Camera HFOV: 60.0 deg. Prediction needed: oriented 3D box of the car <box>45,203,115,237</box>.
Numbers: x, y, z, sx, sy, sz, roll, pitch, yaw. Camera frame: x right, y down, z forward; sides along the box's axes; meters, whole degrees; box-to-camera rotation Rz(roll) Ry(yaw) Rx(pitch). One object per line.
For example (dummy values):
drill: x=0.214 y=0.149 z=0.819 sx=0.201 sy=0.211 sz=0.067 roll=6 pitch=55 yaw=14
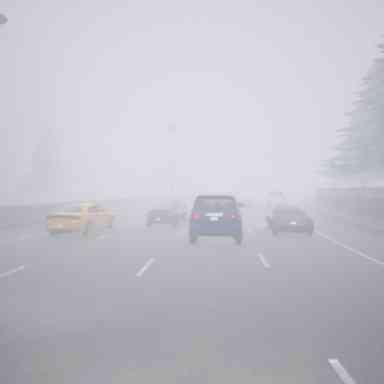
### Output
car: x=-5.586 y=1.322 z=17.273 sx=1.882 sy=1.535 sz=5.008 roll=0 pitch=0 yaw=7

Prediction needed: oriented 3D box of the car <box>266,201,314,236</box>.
car: x=5.062 y=1.412 z=17.644 sx=1.994 sy=1.385 sz=4.181 roll=0 pitch=1 yaw=8

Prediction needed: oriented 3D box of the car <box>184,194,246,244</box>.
car: x=1.181 y=1.088 z=15.292 sx=2.150 sy=2.045 sz=5.566 roll=0 pitch=0 yaw=7

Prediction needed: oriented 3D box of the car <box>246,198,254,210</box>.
car: x=5.893 y=1.276 z=37.555 sx=1.895 sy=1.301 sz=4.718 roll=0 pitch=0 yaw=17

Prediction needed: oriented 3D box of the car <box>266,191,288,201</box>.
car: x=9.862 y=0.883 z=38.576 sx=2.150 sy=2.045 sz=5.566 roll=0 pitch=0 yaw=18

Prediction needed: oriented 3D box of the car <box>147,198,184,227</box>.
car: x=-1.507 y=1.341 z=20.928 sx=1.812 sy=1.442 sz=4.674 roll=0 pitch=0 yaw=9
